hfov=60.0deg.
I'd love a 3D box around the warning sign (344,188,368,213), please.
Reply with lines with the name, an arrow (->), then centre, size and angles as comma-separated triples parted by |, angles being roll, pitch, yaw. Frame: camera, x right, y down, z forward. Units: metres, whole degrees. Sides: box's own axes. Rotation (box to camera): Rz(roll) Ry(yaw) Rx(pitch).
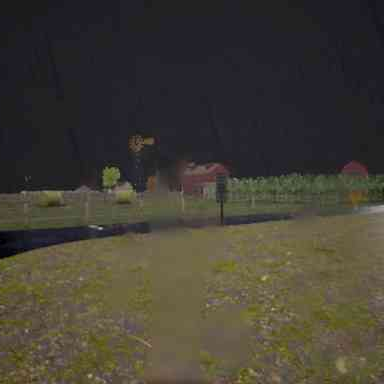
warning sign -> 12.407, 0.637, 25.182 | 1.060, 1.860, 1.300 | 0, -1, -34
